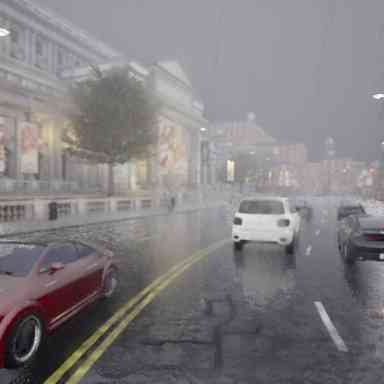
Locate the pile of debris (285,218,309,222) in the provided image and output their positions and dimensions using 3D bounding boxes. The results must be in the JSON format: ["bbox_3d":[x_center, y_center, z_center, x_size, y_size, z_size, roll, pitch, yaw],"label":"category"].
[{"bbox_3d":[7.912,2.096,25.023,1.500,0.140,1.860,1,0,24],"label":"pile of debris"}]

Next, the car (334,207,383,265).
[{"bbox_3d":[6.050,1.491,11.231,1.837,1.490,4.892,0,0,20],"label":"car"}]

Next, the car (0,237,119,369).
[{"bbox_3d":[-2.837,1.503,5.610,1.994,1.385,4.181,1,0,10],"label":"car"}]

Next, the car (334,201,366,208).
[{"bbox_3d":[11.961,1.459,25.226,1.837,1.490,4.892,1,0,24],"label":"car"}]

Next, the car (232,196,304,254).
[{"bbox_3d":[3.220,1.169,13.727,2.150,2.045,5.566,1,1,21],"label":"car"}]

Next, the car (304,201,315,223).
[{"bbox_3d":[8.071,1.413,25.081,2.128,1.511,4.902,1,0,24],"label":"car"}]
